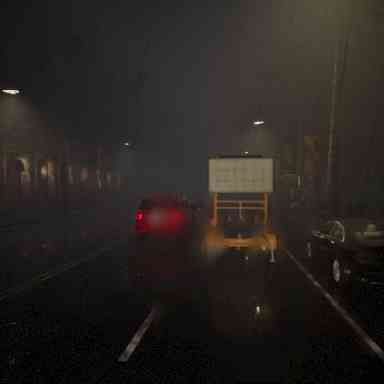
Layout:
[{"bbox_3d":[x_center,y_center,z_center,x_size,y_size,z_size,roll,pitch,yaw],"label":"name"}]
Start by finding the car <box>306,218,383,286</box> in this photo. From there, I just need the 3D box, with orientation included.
[{"bbox_3d":[4.527,1.480,9.244,2.231,1.521,4.892,0,0,7],"label":"car"}]

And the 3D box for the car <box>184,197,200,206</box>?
[{"bbox_3d":[0.081,1.542,55.687,2.033,1.411,5.357,0,0,8],"label":"car"}]

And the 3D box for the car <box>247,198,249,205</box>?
[{"bbox_3d":[10.994,1.507,60.140,2.161,1.482,4.786,0,0,7],"label":"car"}]

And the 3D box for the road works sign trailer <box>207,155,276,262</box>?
[{"bbox_3d":[1.781,0.463,12.248,2.380,3.560,2.880,0,0,7],"label":"road works sign trailer"}]

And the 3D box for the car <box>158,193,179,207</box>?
[{"bbox_3d":[-3.709,1.218,53.899,2.150,2.045,5.566,0,0,8],"label":"car"}]

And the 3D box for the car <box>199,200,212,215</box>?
[{"bbox_3d":[0.995,1.522,34.113,1.812,1.442,4.674,0,0,7],"label":"car"}]

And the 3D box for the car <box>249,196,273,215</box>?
[{"bbox_3d":[8.059,1.350,38.406,2.185,1.767,4.553,0,0,7],"label":"car"}]

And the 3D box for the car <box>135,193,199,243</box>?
[{"bbox_3d":[-1.148,1.216,16.348,2.150,2.045,5.566,0,0,7],"label":"car"}]
